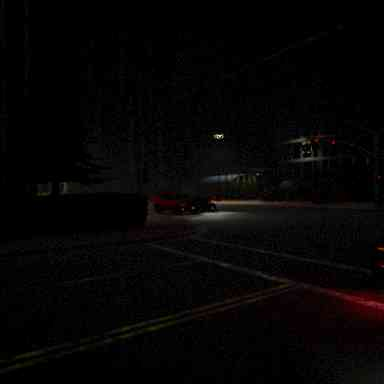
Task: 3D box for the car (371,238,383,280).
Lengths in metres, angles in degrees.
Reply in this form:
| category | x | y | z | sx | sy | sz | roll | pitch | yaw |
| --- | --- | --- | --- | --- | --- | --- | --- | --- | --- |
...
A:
| category | x | y | z | sx | sy | sz | roll | pitch | yaw |
| --- | --- | --- | --- | --- | --- | --- | --- | --- | --- |
| car | 6.353 | 1.394 | 8.284 | 4.892 | 1.490 | 1.837 | -1 | 1 | -35 |

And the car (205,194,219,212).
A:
| category | x | y | z | sx | sy | sz | roll | pitch | yaw |
| --- | --- | --- | --- | --- | --- | --- | --- | --- | --- |
| car | 0.597 | 1.270 | 34.429 | 1.837 | 1.490 | 4.892 | -1 | 2 | -36 |

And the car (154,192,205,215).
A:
| category | x | y | z | sx | sy | sz | roll | pitch | yaw |
| --- | --- | --- | --- | --- | --- | --- | --- | --- | --- |
| car | -1.531 | 1.029 | 31.399 | 2.150 | 2.045 | 5.566 | -1 | 1 | -36 |

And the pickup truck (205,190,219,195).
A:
| category | x | y | z | sx | sy | sz | roll | pitch | yaw |
| --- | --- | --- | --- | --- | --- | --- | --- | --- | --- |
| pickup truck | 3.824 | 0.602 | 64.329 | 2.390 | 2.098 | 6.274 | -1 | 0 | -6 |
